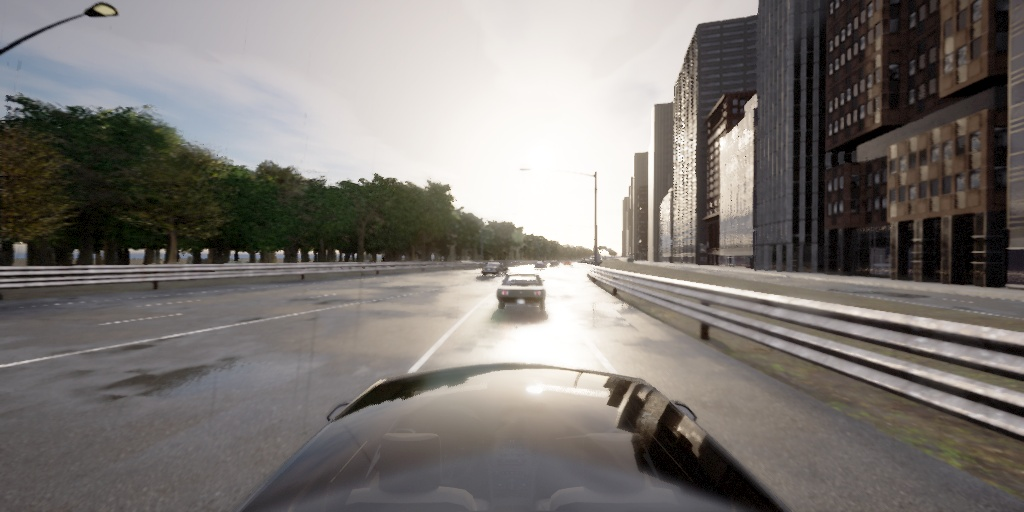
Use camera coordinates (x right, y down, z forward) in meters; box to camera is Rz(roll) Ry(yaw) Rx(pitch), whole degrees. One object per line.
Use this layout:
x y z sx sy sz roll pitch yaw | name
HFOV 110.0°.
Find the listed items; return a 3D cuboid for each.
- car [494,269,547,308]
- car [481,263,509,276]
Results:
0.492 1.411 15.512 1.895 1.301 4.718 0 0 4 | car
-1.764 1.474 39.401 2.033 1.411 5.357 0 0 15 | car
